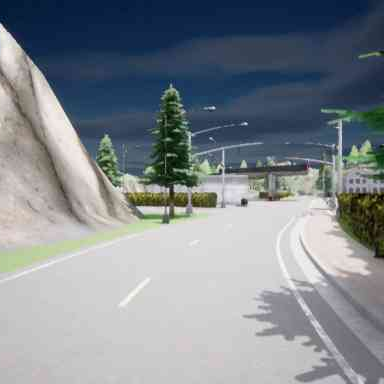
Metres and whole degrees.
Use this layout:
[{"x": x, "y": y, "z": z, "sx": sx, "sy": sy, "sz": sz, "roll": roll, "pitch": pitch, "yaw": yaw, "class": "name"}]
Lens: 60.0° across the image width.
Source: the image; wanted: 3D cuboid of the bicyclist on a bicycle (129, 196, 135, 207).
[{"x": -8.788, "y": 1.436, "z": 48.988, "sx": 0.582, "sy": 1.620, "sz": 1.656, "roll": 0, "pitch": 0, "yaw": 20, "class": "bicyclist on a bicycle"}]
